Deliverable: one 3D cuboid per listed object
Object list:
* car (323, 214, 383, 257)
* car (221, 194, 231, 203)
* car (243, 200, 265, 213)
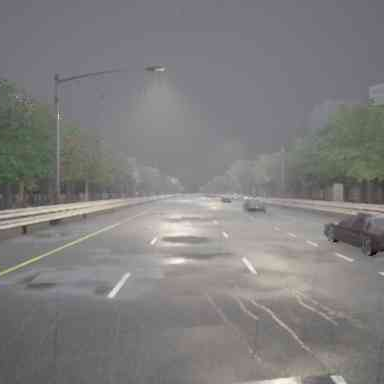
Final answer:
[{"bbox_3d":[7.001,1.552,12.978,2.033,1.411,5.357,0,0,0],"label":"car"},{"bbox_3d":[7.008,1.566,69.363,1.812,1.442,4.674,0,0,0],"label":"car"},{"bbox_3d":[6.997,1.581,37.730,1.994,1.385,4.181,0,0,0],"label":"car"}]
